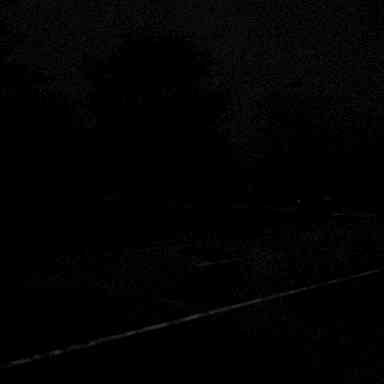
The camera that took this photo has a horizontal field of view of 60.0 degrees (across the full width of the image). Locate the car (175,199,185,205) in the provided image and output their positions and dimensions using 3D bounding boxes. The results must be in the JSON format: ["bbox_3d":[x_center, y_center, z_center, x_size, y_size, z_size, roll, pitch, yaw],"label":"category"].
[{"bbox_3d":[-1.161,1.641,60.394,1.837,1.490,4.892,0,0,-38],"label":"car"}]

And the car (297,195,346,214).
[{"bbox_3d":[15.155,1.420,39.136,2.150,2.045,5.566,0,1,-37],"label":"car"}]
